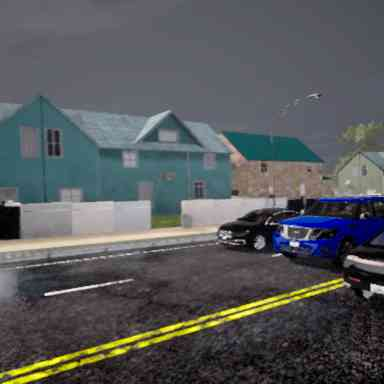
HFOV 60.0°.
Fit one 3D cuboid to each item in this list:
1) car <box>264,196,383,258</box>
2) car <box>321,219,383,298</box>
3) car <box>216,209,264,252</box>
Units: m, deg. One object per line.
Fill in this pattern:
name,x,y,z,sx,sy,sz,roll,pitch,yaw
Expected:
car,5.279,1.183,11.433,5.566,2.045,2.150,0,0,-35
car,5.225,1.462,7.168,4.902,1.511,2.128,0,0,-35
car,3.194,1.467,13.937,4.892,1.490,1.837,0,0,-35
